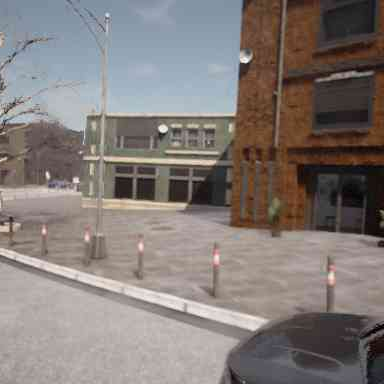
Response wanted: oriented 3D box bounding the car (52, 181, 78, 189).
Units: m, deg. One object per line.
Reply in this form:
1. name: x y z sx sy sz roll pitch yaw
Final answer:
1. car: -27.558 -1.593 72.211 5.008 1.535 2.097 4 3 22

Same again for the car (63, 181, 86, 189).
1. car: -26.507 -1.618 74.759 4.674 1.452 2.002 4 3 22

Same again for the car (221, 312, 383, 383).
1. car: 2.470 1.509 2.016 4.892 1.490 1.837 0 0 36

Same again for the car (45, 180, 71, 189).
1. car: -28.567 -1.656 69.637 4.553 1.767 2.185 4 3 22

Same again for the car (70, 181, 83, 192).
1. car: -19.043 -0.671 60.216 2.128 1.511 4.902 4 3 22

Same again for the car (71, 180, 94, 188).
1. car: -25.426 -1.847 77.291 4.553 1.767 2.185 4 3 22
